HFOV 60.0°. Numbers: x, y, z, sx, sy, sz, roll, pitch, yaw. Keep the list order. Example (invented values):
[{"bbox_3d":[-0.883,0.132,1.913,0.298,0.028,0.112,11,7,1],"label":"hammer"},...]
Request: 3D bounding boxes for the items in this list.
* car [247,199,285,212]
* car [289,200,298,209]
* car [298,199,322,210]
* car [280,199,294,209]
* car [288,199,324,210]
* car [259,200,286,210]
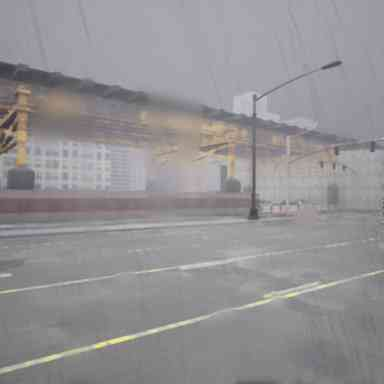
[{"bbox_3d":[10.126,1.829,45.673,4.974,1.542,2.038,0,0,8],"label":"car"},{"bbox_3d":[13.873,1.879,48.356,2.038,1.542,4.974,0,0,18],"label":"car"},{"bbox_3d":[17.734,1.779,52.108,4.536,1.218,1.853,1,0,-7],"label":"car"},{"bbox_3d":[13.890,1.721,48.407,1.853,1.218,4.536,0,0,18],"label":"car"},{"bbox_3d":[17.785,1.937,52.114,4.974,1.542,2.038,1,0,-7],"label":"car"},{"bbox_3d":[10.076,1.671,45.681,4.536,1.218,1.853,0,0,8],"label":"car"}]
